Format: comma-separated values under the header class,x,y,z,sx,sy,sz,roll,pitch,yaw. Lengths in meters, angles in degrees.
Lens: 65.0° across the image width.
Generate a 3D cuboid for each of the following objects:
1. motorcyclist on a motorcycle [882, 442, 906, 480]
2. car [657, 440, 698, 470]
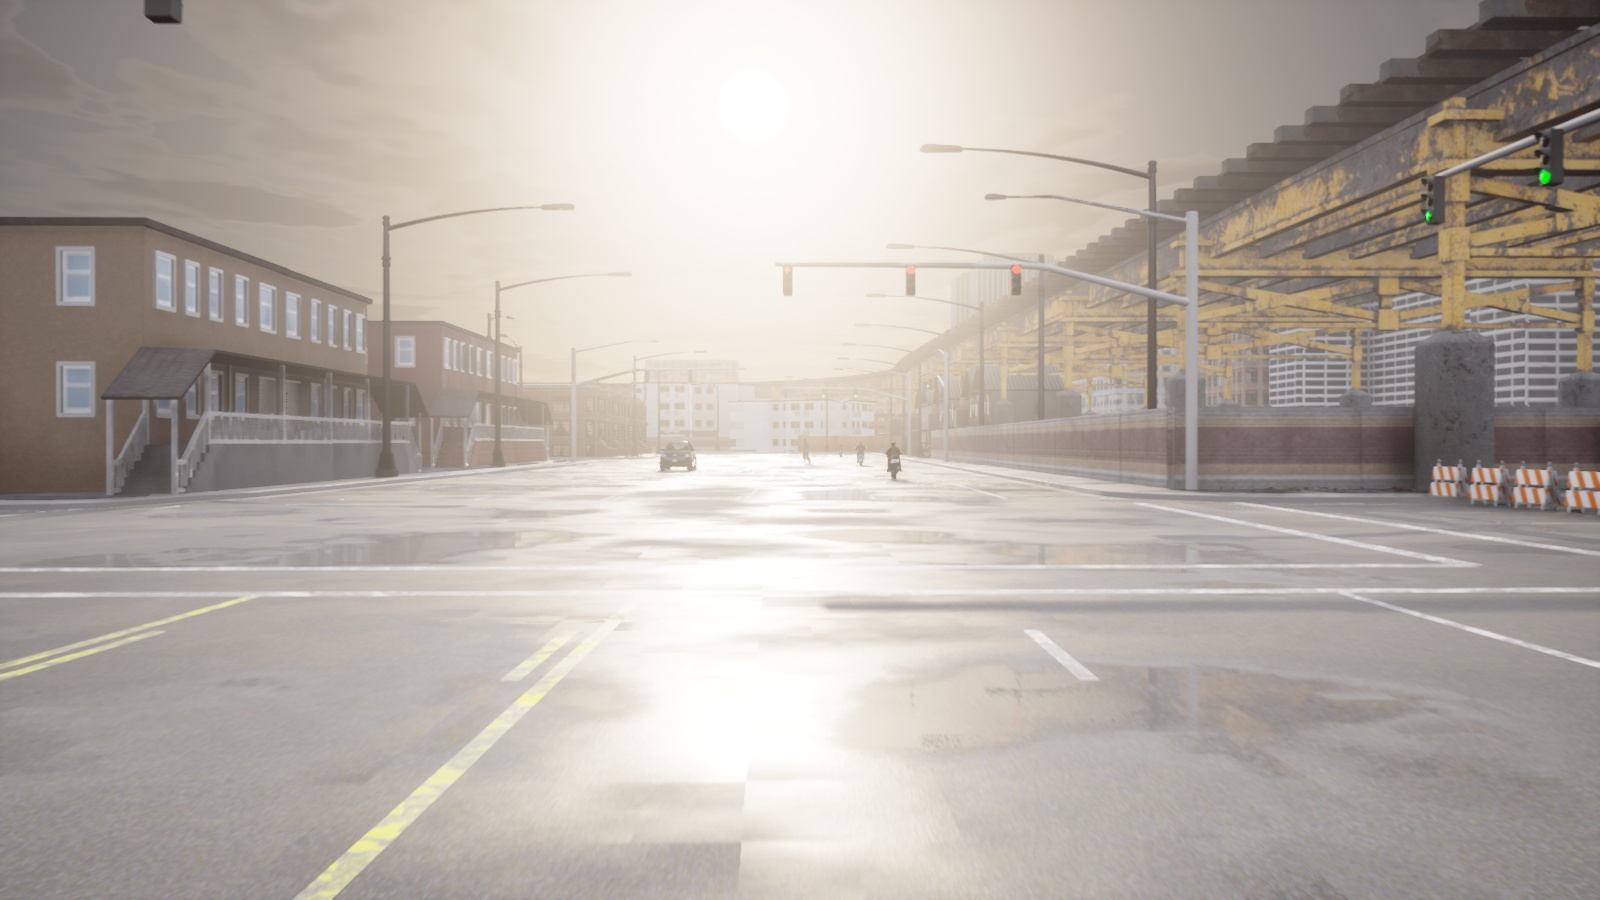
class,x,y,z,sx,sy,sz,roll,pitch,yaw
motorcyclist on a motorcycle,3.809,0.444,51.001,0.797,1.523,2.044,0,0,0
car,-6.594,0.256,67.989,1.851,1.617,3.988,0,0,0
